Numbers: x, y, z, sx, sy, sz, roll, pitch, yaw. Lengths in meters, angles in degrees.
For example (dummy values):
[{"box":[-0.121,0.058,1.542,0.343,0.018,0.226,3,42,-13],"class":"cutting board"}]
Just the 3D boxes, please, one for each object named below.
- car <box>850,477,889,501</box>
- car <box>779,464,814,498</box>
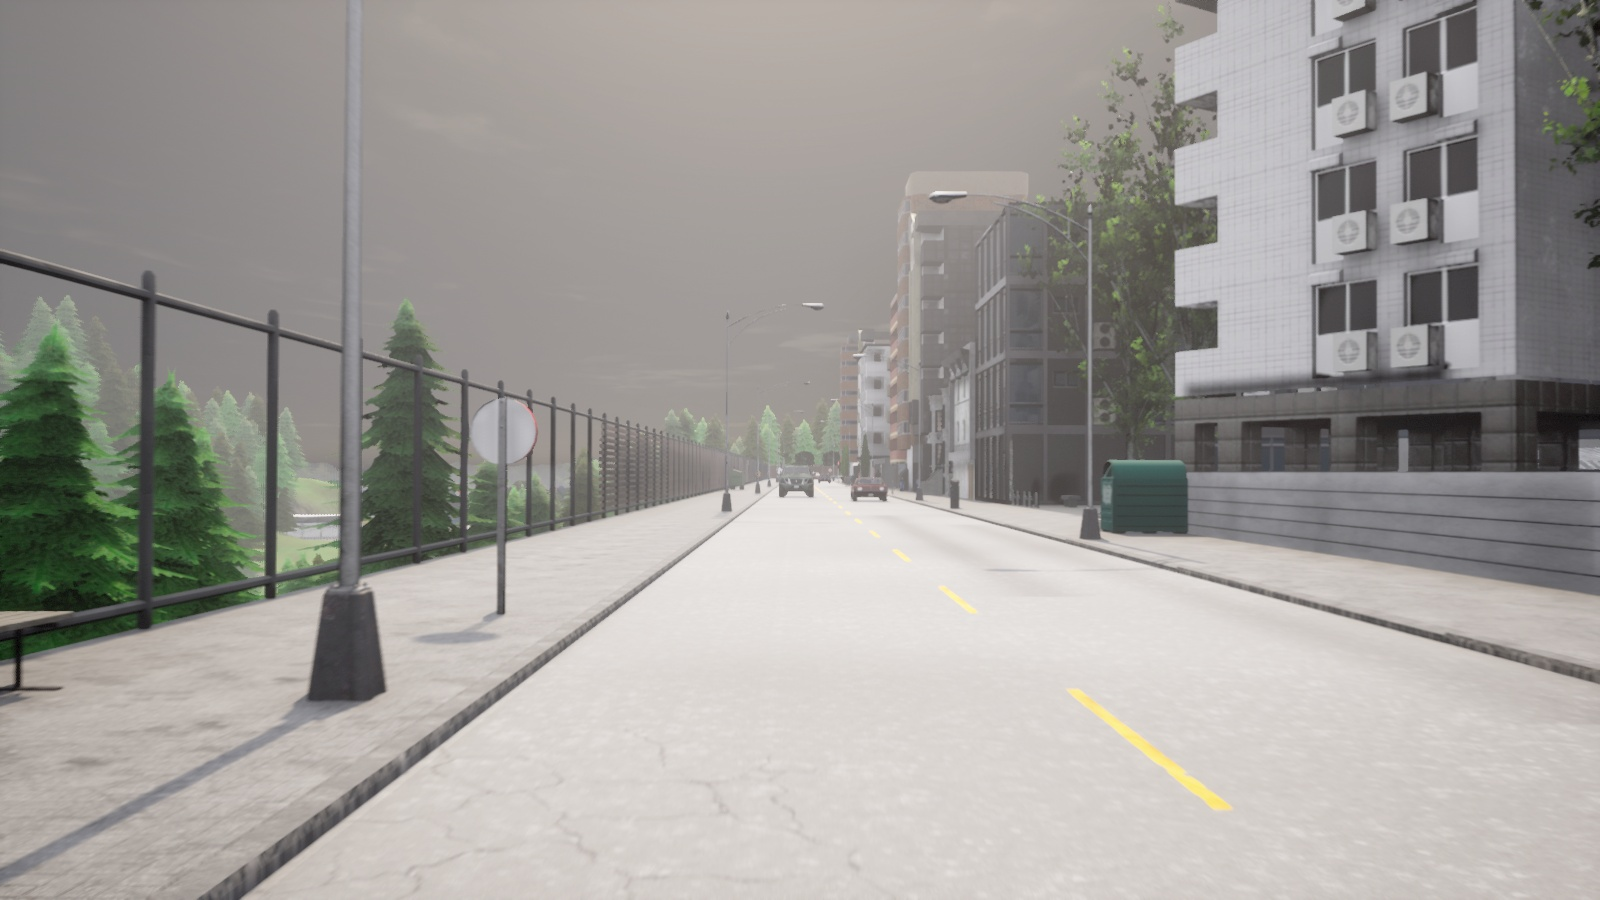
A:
[{"box":[3.813,2.151,69.940,1.895,1.301,4.718,0,-1,0],"class":"car"},{"box":[-0.213,1.959,79.647,2.150,2.045,5.566,0,-1,0],"class":"car"}]
